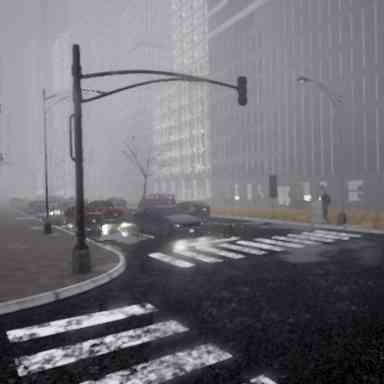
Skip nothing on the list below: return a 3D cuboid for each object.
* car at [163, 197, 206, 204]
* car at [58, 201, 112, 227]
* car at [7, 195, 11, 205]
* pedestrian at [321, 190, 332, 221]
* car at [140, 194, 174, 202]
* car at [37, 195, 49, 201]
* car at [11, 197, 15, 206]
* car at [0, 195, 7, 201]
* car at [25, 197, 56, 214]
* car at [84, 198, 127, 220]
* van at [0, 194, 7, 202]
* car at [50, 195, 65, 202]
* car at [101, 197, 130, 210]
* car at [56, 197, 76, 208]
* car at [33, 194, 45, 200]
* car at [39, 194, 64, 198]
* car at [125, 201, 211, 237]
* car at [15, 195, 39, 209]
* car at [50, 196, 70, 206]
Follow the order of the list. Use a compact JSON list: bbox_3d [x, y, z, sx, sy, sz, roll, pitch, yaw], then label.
[{"bbox_3d":[-0.207,1.338,26.678,1.947,1.339,4.313,-1,1,-33],"label":"car"},{"bbox_3d":[-7.195,1.522,22.056,1.887,1.381,4.507,-1,1,-33],"label":"car"},{"bbox_3d":[-28.527,1.544,54.298,1.947,1.339,4.313,-1,1,-33],"label":"car"},{"bbox_3d":[7.896,0.750,19.734,0.375,1.860,0.375,-1,1,-33],"label":"pedestrian"},{"bbox_3d":[-3.259,1.085,31.281,2.192,1.841,5.009,-1,1,-33],"label":"car"},{"bbox_3d":[-36.775,1.347,81.951,2.008,1.369,4.403,-1,1,-33],"label":"car"},{"bbox_3d":[-25.387,1.502,49.550,1.752,1.417,4.829,-1,1,-33],"label":"car"},{"bbox_3d":[-46.810,1.552,81.936,1.887,1.381,4.507,-1,1,-33],"label":"car"},{"bbox_3d":[-16.337,1.520,35.874,1.887,1.381,4.507,-1,1,-33],"label":"car"},{"bbox_3d":[-6.968,1.390,26.395,1.882,1.535,5.008,-2,1,-34],"label":"car"},{"bbox_3d":[-43.767,1.342,77.327,1.690,1.788,3.998,-1,1,-33],"label":"van"},{"bbox_3d":[-27.633,1.345,68.133,1.947,1.339,4.313,-1,1,-33],"label":"car"},{"bbox_3d":[-9.349,1.335,40.496,1.947,1.339,4.313,-1,1,-33],"label":"car"},{"bbox_3d":[-12.455,1.512,34.704,1.895,1.301,4.718,-2,1,-33],"label":"car"},{"bbox_3d":[-39.822,1.352,86.558,2.008,1.369,4.403,-1,1,-33],"label":"car"},{"bbox_3d":[-18.162,1.402,43.399,2.128,1.511,4.902,-2,1,-33],"label":"car"},{"bbox_3d":[-1.465,1.464,18.077,2.033,1.411,5.357,-2,1,-33],"label":"car"},{"bbox_3d":[-22.338,1.501,44.944,1.752,1.417,4.829,-1,1,-33],"label":"car"},{"bbox_3d":[-21.454,1.385,53.910,2.033,1.411,5.357,-2,1,-33],"label":"car"}]
